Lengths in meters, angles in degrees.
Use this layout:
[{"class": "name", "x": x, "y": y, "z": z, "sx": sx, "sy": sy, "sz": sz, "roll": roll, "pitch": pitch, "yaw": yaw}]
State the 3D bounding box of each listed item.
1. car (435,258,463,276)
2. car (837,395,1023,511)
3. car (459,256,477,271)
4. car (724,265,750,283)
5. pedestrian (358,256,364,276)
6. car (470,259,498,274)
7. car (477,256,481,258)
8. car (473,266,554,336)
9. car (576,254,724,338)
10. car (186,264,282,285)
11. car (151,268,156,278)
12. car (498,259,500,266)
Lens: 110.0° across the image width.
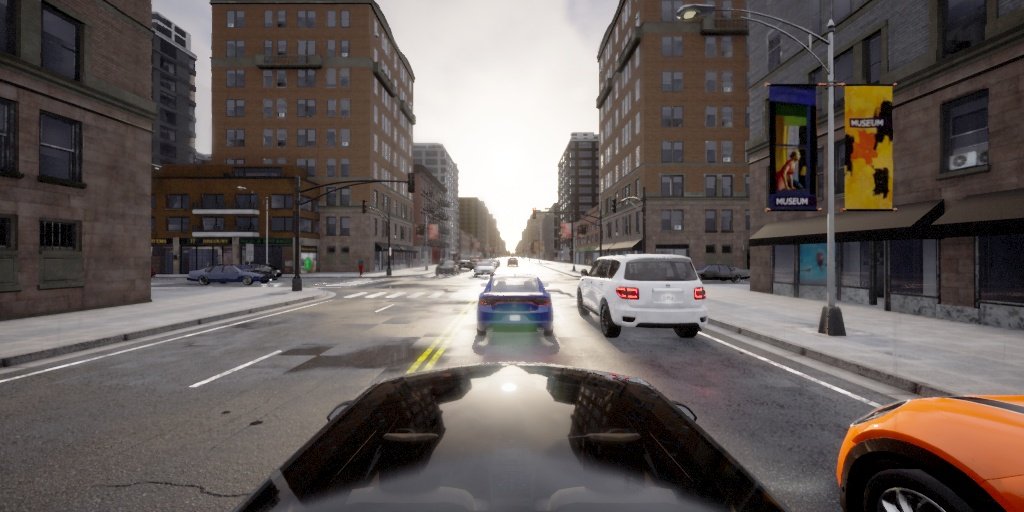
[{"class": "car", "x": -6.591, "y": 1.227, "z": 36.824, "sx": 1.882, "sy": 1.535, "sz": 5.008, "roll": 0, "pitch": 0, "yaw": 0}, {"class": "car", "x": 3.344, "y": 1.102, "z": 0.618, "sx": 2.097, "sy": 1.767, "sz": 4.553, "roll": 0, "pitch": 0, "yaw": 0}, {"class": "car", "x": -6.584, "y": 0.971, "z": 50.405, "sx": 2.150, "sy": 2.045, "sz": 5.566, "roll": 0, "pitch": 0, "yaw": 0}, {"class": "car", "x": 15.848, "y": 1.338, "z": 28.364, "sx": 5.357, "sy": 1.411, "sz": 2.033, "roll": 0, "pitch": 0, "yaw": 0}, {"class": "pedestrian", "x": -14.134, "y": 0.919, "z": 33.590, "sx": 0.375, "sy": 1.860, "sz": 0.375, "roll": 0, "pitch": 0, "yaw": 0}, {"class": "car", "x": -2.770, "y": 1.278, "z": 34.613, "sx": 1.812, "sy": 1.442, "sz": 4.674, "roll": 0, "pitch": 0, "yaw": -10}, {"class": "car", "x": -6.548, "y": 0.965, "z": 63.516, "sx": 2.150, "sy": 2.045, "sz": 5.566, "roll": 0, "pitch": 0, "yaw": 0}, {"class": "car", "x": 0.083, "y": 1.228, "z": 10.467, "sx": 1.882, "sy": 1.535, "sz": 5.008, "roll": 0, "pitch": 0, "yaw": 0}, {"class": "car", "x": 3.334, "y": 0.972, "z": 10.328, "sx": 2.150, "sy": 2.045, "sz": 5.566, "roll": 0, "pitch": 0, "yaw": 0}, {"class": "car", "x": -19.642, "y": 1.290, "z": 25.257, "sx": 5.357, "sy": 1.411, "sz": 2.033, "roll": 0, "pitch": 0, "yaw": 0}, {"class": "car", "x": -33.140, "y": 1.343, "z": 30.816, "sx": 4.207, "sy": 1.307, "sz": 1.802, "roll": 0, "pitch": 0, "yaw": 0}, {"class": "car", "x": -3.324, "y": 1.270, "z": 57.781, "sx": 1.812, "sy": 1.442, "sz": 4.674, "roll": 0, "pitch": 0, "yaw": 0}]
